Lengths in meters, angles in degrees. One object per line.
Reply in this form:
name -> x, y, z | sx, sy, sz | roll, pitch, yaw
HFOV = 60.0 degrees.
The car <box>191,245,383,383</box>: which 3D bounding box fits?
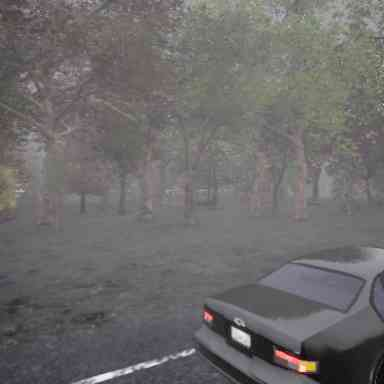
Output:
car -> 2.607, 1.533, 4.818 | 5.357, 1.411, 2.033 | 0, 0, -33
